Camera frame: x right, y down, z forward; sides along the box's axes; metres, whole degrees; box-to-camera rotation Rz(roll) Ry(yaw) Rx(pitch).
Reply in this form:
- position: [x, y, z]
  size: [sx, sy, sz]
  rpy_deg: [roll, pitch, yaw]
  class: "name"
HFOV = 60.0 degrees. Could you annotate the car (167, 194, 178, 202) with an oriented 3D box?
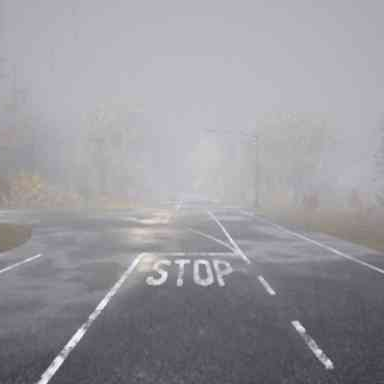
- position: [-3.763, 1.125, 66.039]
  size: [1.837, 1.490, 4.892]
  rpy_deg: [0, 1, -1]
  class: "car"
